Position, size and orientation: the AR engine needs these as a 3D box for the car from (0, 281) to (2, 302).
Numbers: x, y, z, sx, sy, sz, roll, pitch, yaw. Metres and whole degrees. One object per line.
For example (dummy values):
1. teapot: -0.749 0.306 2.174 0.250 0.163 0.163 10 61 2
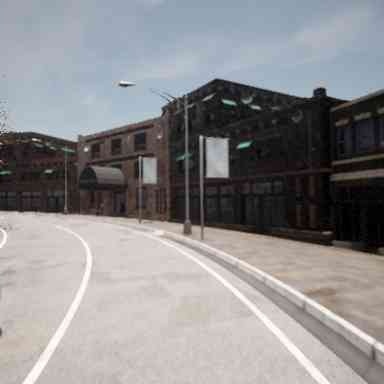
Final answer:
1. car: -3.833 1.282 2.929 2.150 2.045 5.566 0 0 -6
